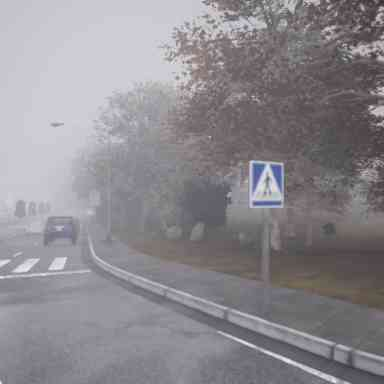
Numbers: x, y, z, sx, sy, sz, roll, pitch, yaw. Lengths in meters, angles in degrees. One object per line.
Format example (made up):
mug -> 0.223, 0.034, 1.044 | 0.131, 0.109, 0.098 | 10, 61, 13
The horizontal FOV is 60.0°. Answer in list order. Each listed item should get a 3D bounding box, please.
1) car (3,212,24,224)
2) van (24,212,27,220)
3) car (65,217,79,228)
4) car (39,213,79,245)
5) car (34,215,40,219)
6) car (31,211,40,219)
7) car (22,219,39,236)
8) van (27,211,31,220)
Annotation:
car -> -34.545, 5.063, 63.856 | 2.435, 2.045, 5.566 | 0, -3, -18
van -> -36.209, 5.320, 69.048 | 1.878, 1.987, 4.442 | 0, -3, -18
car -> -18.424, 4.677, 51.184 | 1.837, 1.490, 4.892 | 0, -3, -18
car -> -9.995, 2.840, 25.450 | 2.150, 2.045, 5.566 | 0, -4, -18
car -> -20.227, 4.464, 46.285 | 2.128, 1.511, 4.902 | 0, -3, -18
car -> -41.307, 5.986, 84.966 | 2.435, 2.045, 5.566 | 0, -2, -18
car -> -16.951, 4.009, 36.386 | 1.812, 1.442, 4.674 | 0, -3, -17
van -> -37.899, 5.553, 74.326 | 1.878, 1.987, 4.442 | 0, -2, -18
